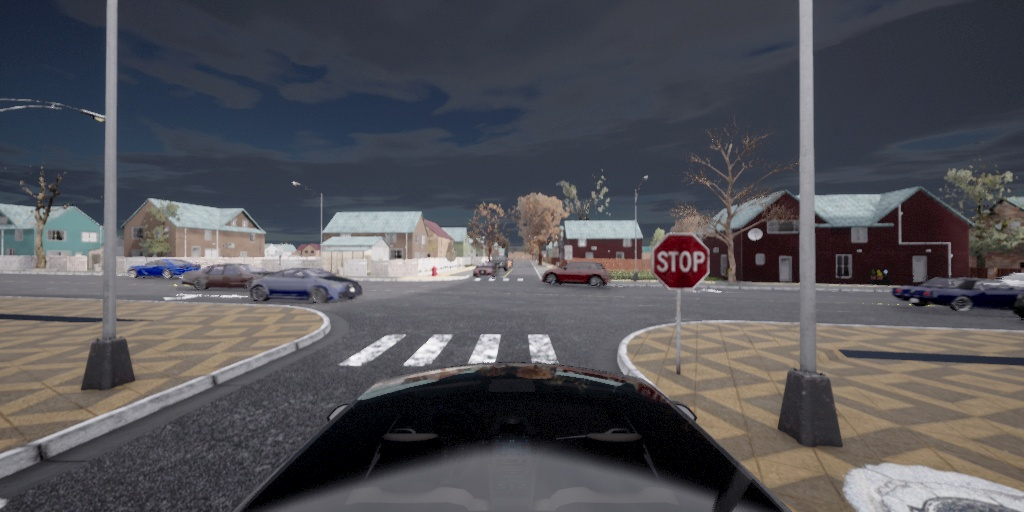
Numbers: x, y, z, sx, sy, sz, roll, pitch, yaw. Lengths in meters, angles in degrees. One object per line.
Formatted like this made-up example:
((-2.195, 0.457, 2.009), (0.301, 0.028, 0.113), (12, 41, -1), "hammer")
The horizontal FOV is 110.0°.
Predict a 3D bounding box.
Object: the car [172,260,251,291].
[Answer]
((-14.546, 1.123, 19.079), (5.357, 1.411, 2.033), (1, 0, 8), "car")

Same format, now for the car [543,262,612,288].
((4.403, 1.165, 24.463), (4.553, 1.767, 2.097), (1, -1, 29), "car")

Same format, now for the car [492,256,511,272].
((-1.644, 0.946, 46.437), (2.150, 2.045, 5.566), (0, 0, 2), "car")

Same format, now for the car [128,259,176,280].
((-26.717, 0.976, 27.588), (5.008, 1.535, 1.882), (1, 0, 8), "car")

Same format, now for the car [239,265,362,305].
((-8.504, 1.183, 14.932), (4.181, 1.385, 1.994), (1, 0, 8), "car")

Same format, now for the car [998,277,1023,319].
((18.624, 1.497, 10.976), (4.181, 1.385, 1.994), (1, 0, 7), "car")

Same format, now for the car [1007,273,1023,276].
((28.362, 1.636, 19.710), (4.674, 1.442, 1.812), (1, 0, 8), "car")

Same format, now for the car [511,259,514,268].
((-1.186, 1.081, 56.679), (2.097, 1.767, 4.553), (0, 0, 3), "car")

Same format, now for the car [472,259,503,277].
((-2.410, 1.286, 33.995), (1.994, 1.385, 4.181), (0, 0, 7), "car")

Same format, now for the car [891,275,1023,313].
((18.631, 1.552, 14.335), (4.718, 1.301, 1.895), (1, 0, 8), "car")
